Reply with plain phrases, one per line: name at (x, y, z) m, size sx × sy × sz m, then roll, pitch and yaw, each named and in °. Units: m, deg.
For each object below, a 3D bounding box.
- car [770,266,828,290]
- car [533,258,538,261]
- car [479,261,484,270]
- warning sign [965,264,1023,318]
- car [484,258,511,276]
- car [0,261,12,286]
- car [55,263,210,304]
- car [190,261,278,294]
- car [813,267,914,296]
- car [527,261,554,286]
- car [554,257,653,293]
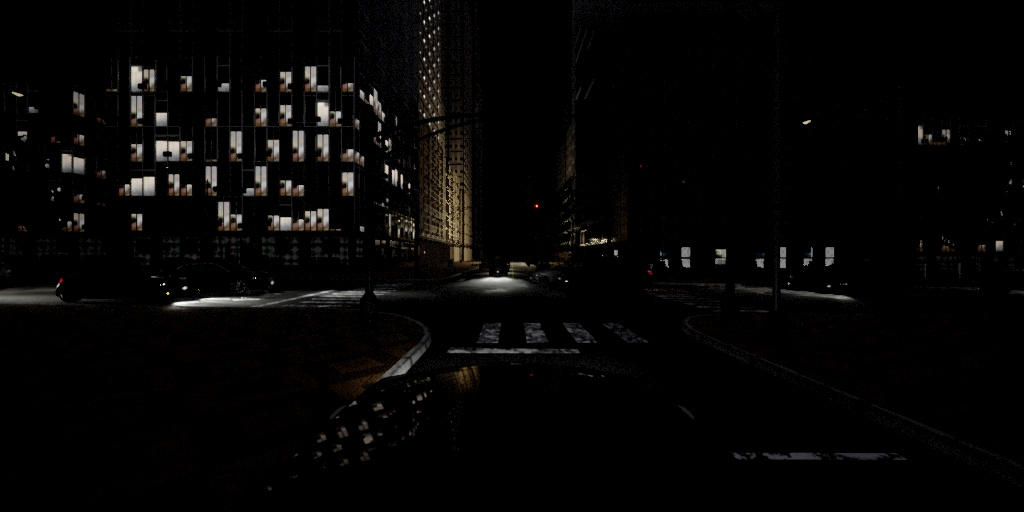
car at (21.234, 1.506, 25.732) m, size 4.553 × 1.767 × 2.097 m, roll 1°, pitch 0°, yaw -2°
car at (4.082, 1.329, 46.701) m, size 1.948 × 1.339 × 4.313 m, roll 0°, pitch 0°, yaw 0°
car at (-3.852, 1.343, 52.222) m, size 1.802 × 1.307 × 4.207 m, roll 0°, pitch 0°, yaw 0°
warning sign at (17.313, 1.204, 12.853) m, size 1.060 × 1.860 × 1.300 m, roll 0°, pitch 0°, yaw -2°
car at (-1.372, 1.259, 37.140) m, size 2.128 × 1.511 × 4.902 m, roll 0°, pitch 0°, yaw 0°
car at (-27.584, 0.487, 16.939) m, size 5.566 × 2.045 × 2.150 m, roll 1°, pitch 0°, yaw -2°
car at (-15.036, 1.063, 14.217) m, size 4.181 × 1.385 × 1.994 m, roll 1°, pitch 0°, yaw -2°
car at (-14.236, 1.004, 17.513) m, size 4.902 × 1.511 × 2.128 m, roll 1°, pitch 0°, yaw -3°
car at (22.240, 1.678, 22.522) m, size 4.892 × 1.490 × 1.837 m, roll 1°, pitch 0°, yaw -2°
car at (3.639, 1.293, 24.979) m, size 4.674 × 1.442 × 1.812 m, roll 0°, pitch 0°, yaw -2°
car at (5.657, 1.076, 21.798) m, size 5.566 × 2.045 × 2.150 m, roll 1°, pitch 0°, yaw -3°
